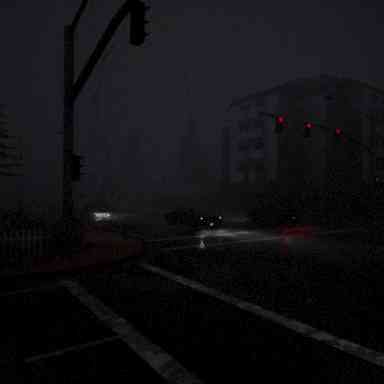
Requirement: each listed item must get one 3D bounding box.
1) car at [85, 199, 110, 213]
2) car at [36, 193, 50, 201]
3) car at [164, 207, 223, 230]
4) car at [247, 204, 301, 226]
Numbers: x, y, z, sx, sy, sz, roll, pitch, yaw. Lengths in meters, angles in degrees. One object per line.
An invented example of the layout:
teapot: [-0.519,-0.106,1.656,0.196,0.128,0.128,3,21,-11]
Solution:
car: [-11.200,1.597,39.155,2.128,1.511,4.902,1,0,-34]
car: [-38.302,1.290,85.447,2.150,2.045,5.566,1,0,-41]
car: [-0.003,1.701,22.493,1.895,1.301,4.718,1,0,-34]
car: [6.067,1.645,25.162,1.882,1.535,5.008,0,0,-23]
